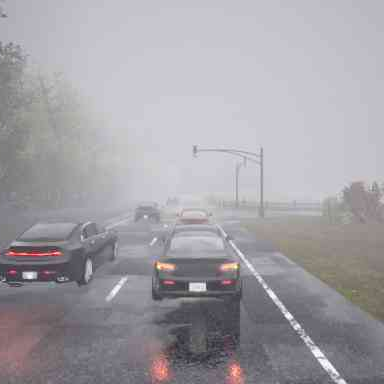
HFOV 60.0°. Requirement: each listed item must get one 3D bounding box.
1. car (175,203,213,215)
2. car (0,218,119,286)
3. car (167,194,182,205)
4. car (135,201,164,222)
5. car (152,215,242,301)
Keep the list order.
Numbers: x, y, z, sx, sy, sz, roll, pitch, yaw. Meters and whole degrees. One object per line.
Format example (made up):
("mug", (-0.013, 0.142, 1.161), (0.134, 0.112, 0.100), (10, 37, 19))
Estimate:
("car", (0.106, 1.530, 17.140), (1.812, 1.442, 4.674), (0, 0, 0))
("car", (-3.399, 1.507, 9.402), (1.837, 1.490, 4.892), (0, 0, 0))
("car", (-3.393, 1.355, 61.048), (2.097, 1.767, 4.553), (0, 0, 0))
("car", (-3.397, 1.512, 26.698), (1.837, 1.490, 4.892), (0, 0, 0))
("car", (0.102, 1.528, 8.221), (1.812, 1.442, 4.674), (0, 0, 0))
